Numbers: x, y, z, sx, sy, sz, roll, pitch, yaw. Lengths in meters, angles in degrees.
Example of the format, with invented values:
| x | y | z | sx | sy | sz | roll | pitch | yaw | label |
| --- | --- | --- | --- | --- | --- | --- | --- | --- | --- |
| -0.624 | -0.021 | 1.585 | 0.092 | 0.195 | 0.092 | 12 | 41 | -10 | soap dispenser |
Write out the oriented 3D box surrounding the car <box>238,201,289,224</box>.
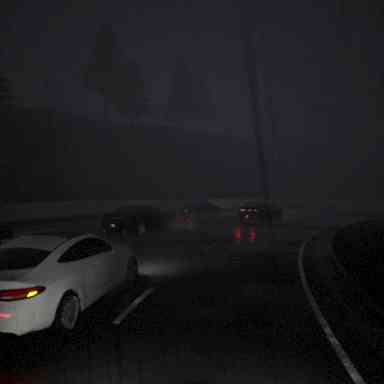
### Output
| x | y | z | sx | sy | sz | roll | pitch | yaw | label |
| --- | --- | --- | --- | --- | --- | --- | --- | --- | --- |
| 5.173 | 1.488 | 24.897 | 2.128 | 1.511 | 4.902 | 0 | 0 | 35 | car |

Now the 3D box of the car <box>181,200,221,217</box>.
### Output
| x | y | z | sx | sy | sz | roll | pitch | yaw | label |
| --- | --- | --- | --- | --- | --- | --- | --- | --- | --- |
| 0.889 | 1.480 | 31.158 | 1.812 | 1.442 | 4.674 | 0 | 0 | 38 | car |

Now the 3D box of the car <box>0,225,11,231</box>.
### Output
| x | y | z | sx | sy | sz | roll | pitch | yaw | label |
| --- | --- | --- | --- | --- | --- | --- | --- | --- | --- |
| -8.917 | 1.462 | 11.577 | 2.033 | 1.411 | 5.357 | 0 | 0 | 14 | car |

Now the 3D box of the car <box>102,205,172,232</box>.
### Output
| x | y | z | sx | sy | sz | roll | pitch | yaw | label |
| --- | --- | --- | --- | --- | --- | --- | --- | --- | --- |
| -2.768 | 1.427 | 17.921 | 1.882 | 1.535 | 5.008 | 0 | 0 | 22 | car |

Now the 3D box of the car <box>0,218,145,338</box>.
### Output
| x | y | z | sx | sy | sz | roll | pitch | yaw | label |
| --- | --- | --- | --- | --- | --- | --- | --- | --- | --- |
| -2.574 | 1.496 | 6.589 | 1.812 | 1.442 | 4.674 | 0 | 0 | 9 | car |
